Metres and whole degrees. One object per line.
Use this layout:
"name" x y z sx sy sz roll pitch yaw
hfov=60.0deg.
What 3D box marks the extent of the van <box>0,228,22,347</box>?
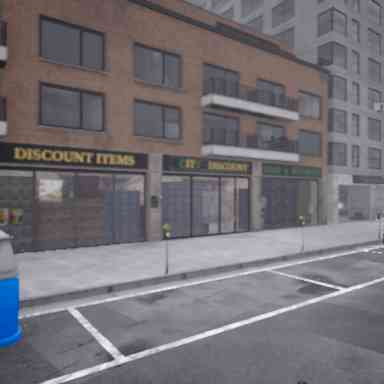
"van" -4.135 1.339 3.813 3.998 1.788 1.690 0 0 -36
